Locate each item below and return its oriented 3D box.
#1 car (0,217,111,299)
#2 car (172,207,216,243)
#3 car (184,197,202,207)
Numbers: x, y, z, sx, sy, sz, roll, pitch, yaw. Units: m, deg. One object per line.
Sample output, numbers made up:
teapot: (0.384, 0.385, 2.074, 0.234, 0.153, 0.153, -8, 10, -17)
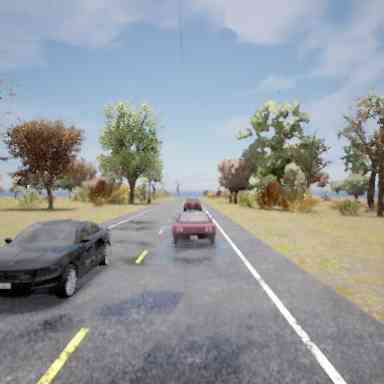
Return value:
car: (-3.505, 1.486, 8.714, 1.882, 1.535, 5.008, 0, 0, 0)
car: (0.091, 1.616, 16.141, 1.895, 1.301, 4.718, 0, 0, 0)
car: (0.078, 1.407, 40.047, 2.097, 1.767, 4.553, 0, 0, 0)
